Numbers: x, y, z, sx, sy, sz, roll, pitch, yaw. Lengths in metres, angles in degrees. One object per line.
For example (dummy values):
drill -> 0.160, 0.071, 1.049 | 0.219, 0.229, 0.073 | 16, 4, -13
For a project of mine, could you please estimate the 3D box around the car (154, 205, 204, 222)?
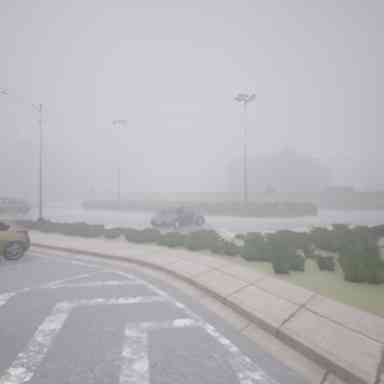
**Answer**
car -> -0.866, 1.576, 21.569 | 1.784, 1.438, 3.905 | 0, 0, 36

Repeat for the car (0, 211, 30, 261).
car -> -7.398, 1.561, 10.421 | 1.816, 1.474, 4.193 | 0, 0, 36

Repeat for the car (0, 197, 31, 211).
car -> -19.234, 1.473, 34.530 | 1.932, 1.855, 4.605 | 0, 0, 36
